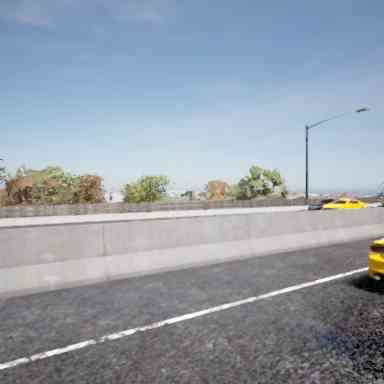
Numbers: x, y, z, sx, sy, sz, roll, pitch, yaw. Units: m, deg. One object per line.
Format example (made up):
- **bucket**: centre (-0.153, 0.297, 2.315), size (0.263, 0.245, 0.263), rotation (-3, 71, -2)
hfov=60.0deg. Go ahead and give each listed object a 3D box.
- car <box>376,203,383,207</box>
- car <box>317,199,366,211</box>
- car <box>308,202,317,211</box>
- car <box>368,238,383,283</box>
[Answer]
- **car**: centre (18.200, 1.382, 29.498), size (5.008, 1.535, 1.882), rotation (0, 0, -34)
- **car**: centre (14.197, 1.386, 30.994), size (5.008, 1.535, 1.882), rotation (0, 0, -34)
- **car**: centre (14.308, 1.428, 35.315), size (4.674, 1.442, 1.812), rotation (0, 0, -34)
- **car**: centre (6.349, 1.441, 8.232), size (5.008, 1.535, 1.882), rotation (0, 0, -35)
